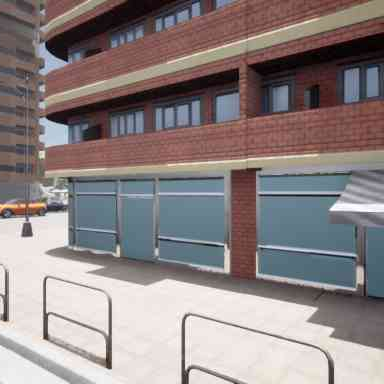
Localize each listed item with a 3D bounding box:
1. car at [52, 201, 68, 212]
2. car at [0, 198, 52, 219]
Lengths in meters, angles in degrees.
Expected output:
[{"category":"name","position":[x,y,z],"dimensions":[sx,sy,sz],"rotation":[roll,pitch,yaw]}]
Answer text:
[{"category":"car","position":[-15.362,1.601,35.776],"dimensions":[1.895,1.301,4.718],"rotation":[0,0,36]},{"category":"car","position":[-15.468,1.352,29.690],"dimensions":[2.097,1.767,4.553],"rotation":[0,0,36]}]
